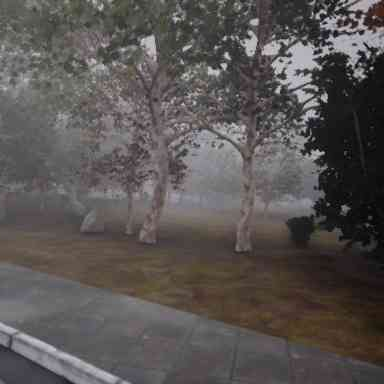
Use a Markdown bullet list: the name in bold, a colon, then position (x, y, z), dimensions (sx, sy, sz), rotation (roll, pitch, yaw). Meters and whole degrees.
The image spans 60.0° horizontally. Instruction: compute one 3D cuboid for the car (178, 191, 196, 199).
- **car**: position (-1.482, 0.753, 93.493), dimensions (2.435, 2.045, 5.566), rotation (7, 2, 42)
